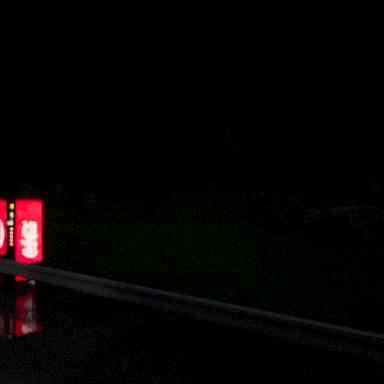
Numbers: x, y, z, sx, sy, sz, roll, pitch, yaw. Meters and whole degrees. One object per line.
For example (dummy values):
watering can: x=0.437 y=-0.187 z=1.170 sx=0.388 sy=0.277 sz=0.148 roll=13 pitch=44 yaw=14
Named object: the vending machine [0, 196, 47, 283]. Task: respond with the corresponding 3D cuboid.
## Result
vending machine: x=-4.614 y=1.166 z=8.822 sx=0.880 sy=2.100 sz=1.100 roll=0 pitch=0 yaw=33
